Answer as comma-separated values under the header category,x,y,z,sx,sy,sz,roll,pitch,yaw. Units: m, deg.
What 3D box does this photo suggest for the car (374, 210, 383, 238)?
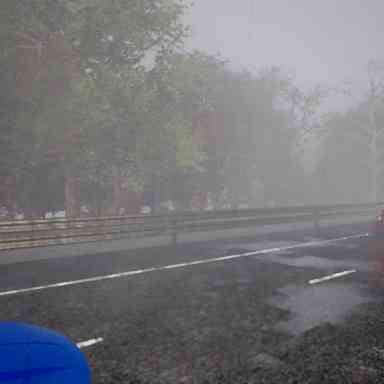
category,x,y,z,sx,sy,sz,roll,pitch,yaw
car,10.695,1.244,15.839,4.553,1.767,2.097,0,0,-36

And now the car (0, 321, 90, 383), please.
category,x,y,z,sx,sy,sz,roll,pitch,yaw
car,-3.027,1.489,1.598,5.008,1.535,1.882,0,0,-35
